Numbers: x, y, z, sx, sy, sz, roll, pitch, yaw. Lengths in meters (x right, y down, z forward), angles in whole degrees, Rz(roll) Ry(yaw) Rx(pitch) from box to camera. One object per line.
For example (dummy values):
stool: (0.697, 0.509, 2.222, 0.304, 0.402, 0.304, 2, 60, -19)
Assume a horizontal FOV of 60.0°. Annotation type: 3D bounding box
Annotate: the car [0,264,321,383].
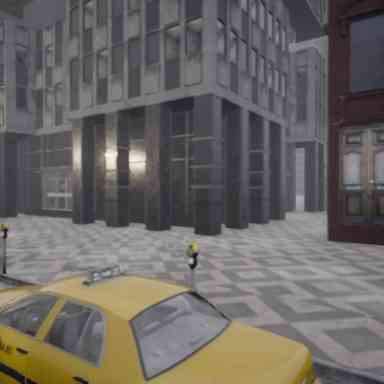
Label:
car: (-1.160, 1.507, 3.736, 4.829, 1.417, 1.752, 0, 1, 34)
